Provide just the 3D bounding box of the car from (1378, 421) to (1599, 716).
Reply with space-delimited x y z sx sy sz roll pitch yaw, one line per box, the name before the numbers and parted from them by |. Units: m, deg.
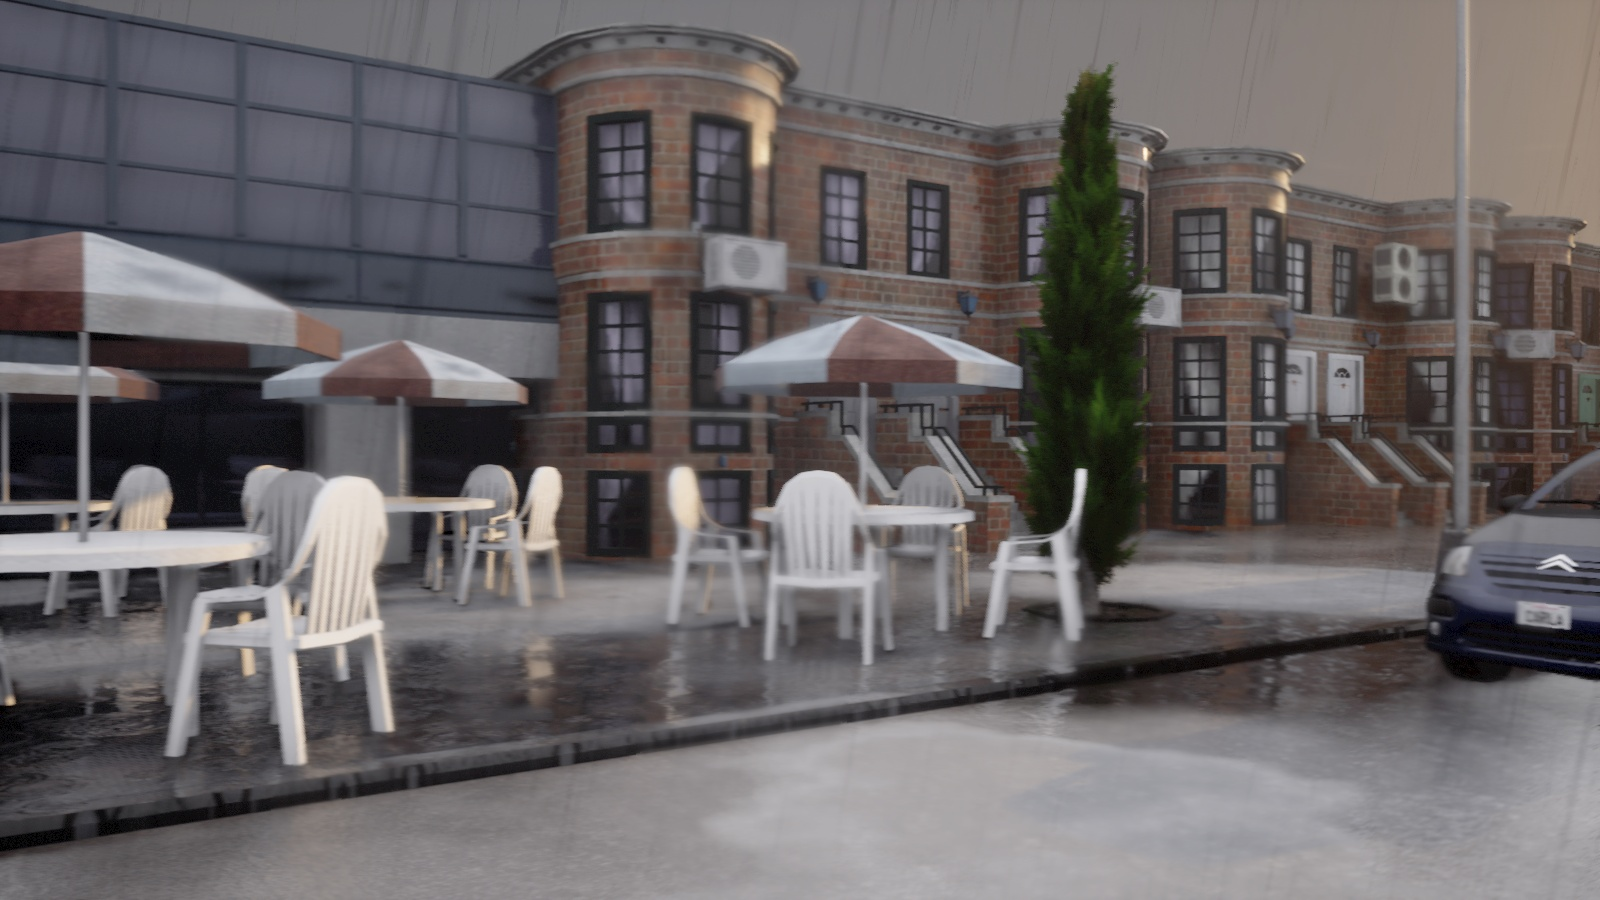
car | 5.823 0.651 8.322 3.988 1.617 1.851 0 0 -35
